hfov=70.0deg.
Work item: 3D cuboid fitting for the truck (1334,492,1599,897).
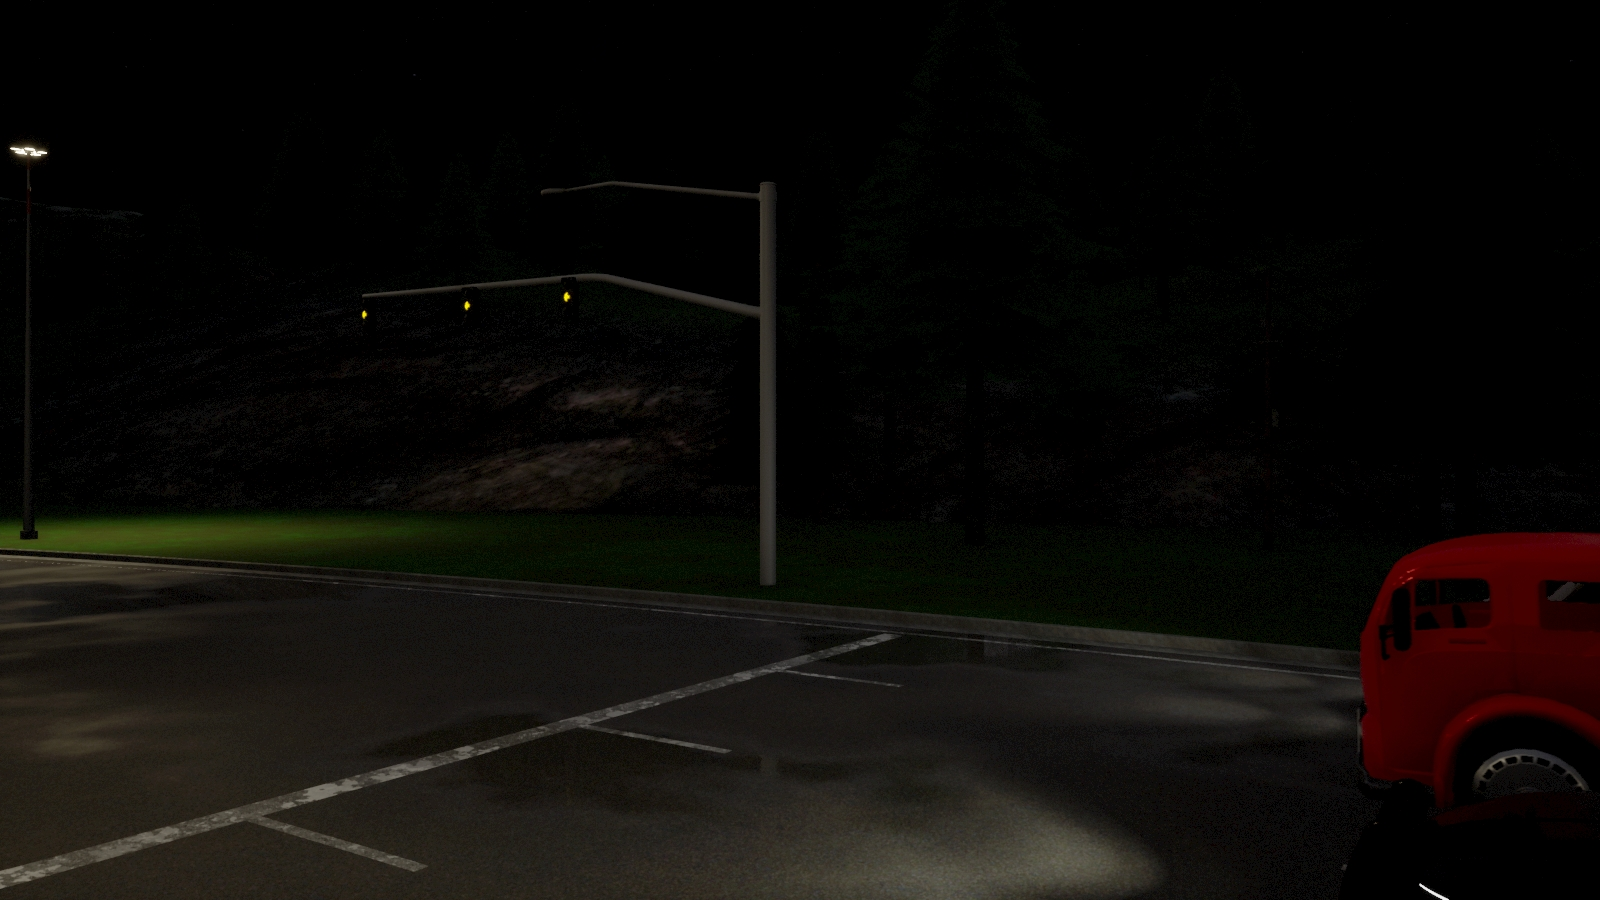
[{"bbox_3d":[6.693,1.538,7.652,5.204,2.467,2.627,-3,-1,34],"label":"truck"}]

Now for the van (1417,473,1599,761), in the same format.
[{"bbox_3d":[9.028,1.534,10.264,5.915,2.561,1.988,0,0,36],"label":"van"}]

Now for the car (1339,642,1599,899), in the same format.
[{"bbox_3d":[5.200,1.982,4.552,5.238,1.638,2.097,0,0,35],"label":"car"}]
